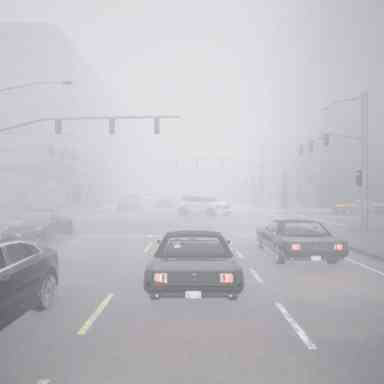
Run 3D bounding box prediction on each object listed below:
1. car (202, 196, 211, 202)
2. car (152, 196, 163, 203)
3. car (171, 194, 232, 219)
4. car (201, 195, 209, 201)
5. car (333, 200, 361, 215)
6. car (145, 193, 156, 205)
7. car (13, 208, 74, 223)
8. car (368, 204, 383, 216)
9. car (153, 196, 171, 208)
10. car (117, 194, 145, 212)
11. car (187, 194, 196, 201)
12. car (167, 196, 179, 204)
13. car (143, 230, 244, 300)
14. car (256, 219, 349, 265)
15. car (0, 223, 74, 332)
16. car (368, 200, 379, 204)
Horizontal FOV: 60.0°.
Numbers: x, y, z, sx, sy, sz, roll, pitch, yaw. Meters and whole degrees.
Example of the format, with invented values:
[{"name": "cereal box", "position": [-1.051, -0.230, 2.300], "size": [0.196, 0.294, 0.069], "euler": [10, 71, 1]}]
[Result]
[{"name": "car", "position": [3.289, 1.625, 77.478], "size": [1.895, 1.301, 4.718], "euler": [0, 0, 1]}, {"name": "car", "position": [-7.283, 1.527, 70.322], "size": [1.837, 1.490, 4.892], "euler": [0, 0, 1]}, {"name": "car", "position": [0.999, 1.257, 30.442], "size": [5.566, 2.045, 2.150], "euler": [0, 1, 42]}, {"name": "car", "position": [3.389, 1.586, 87.453], "size": [1.994, 1.385, 4.181], "euler": [0, 0, 1]}, {"name": "car", "position": [17.207, 1.546, 34.341], "size": [5.008, 1.535, 1.882], "euler": [0, 0, 0]}, {"name": "car", "position": [-7.477, 1.246, 58.722], "size": [2.150, 2.045, 5.566], "euler": [0, 0, 1]}, {"name": "car", "position": [-7.156, 1.530, 16.018], "size": [1.812, 1.442, 4.674], "euler": [0, 0, 0]}, {"name": "car", "position": [3.593, 1.222, 1.973], "size": [2.150, 2.045, 5.566], "euler": [0, 0, 0]}, {"name": "car", "position": [-4.020, 1.582, 47.933], "size": [1.994, 1.385, 4.181], "euler": [0, 0, 0]}, {"name": "car", "position": [-7.451, 1.248, 40.005], "size": [2.150, 2.045, 5.566], "euler": [0, 0, -1]}, {"name": "car", "position": [-0.112, 1.388, 87.324], "size": [2.097, 1.767, 4.553], "euler": [0, 0, 1]}, {"name": "car", "position": [-3.822, 1.573, 67.921], "size": [2.033, 1.411, 5.357], "euler": [0, 0, 1]}, {"name": "car", "position": [0.042, 1.604, 8.339], "size": [1.895, 1.301, 4.718], "euler": [0, 0, 0]}, {"name": "car", "position": [3.548, 1.605, 11.725], "size": [1.895, 1.301, 4.718], "euler": [0, 0, 0]}, {"name": "car", "position": [-3.614, 1.493, 4.931], "size": [2.128, 1.511, 4.902], "euler": [0, 0, 0]}, {"name": "car", "position": [19.270, 1.558, 30.839], "size": [4.902, 1.511, 2.128], "euler": [0, 0, 0]}]
